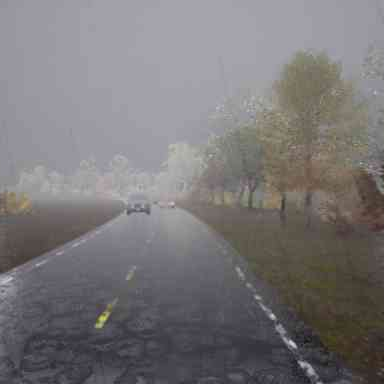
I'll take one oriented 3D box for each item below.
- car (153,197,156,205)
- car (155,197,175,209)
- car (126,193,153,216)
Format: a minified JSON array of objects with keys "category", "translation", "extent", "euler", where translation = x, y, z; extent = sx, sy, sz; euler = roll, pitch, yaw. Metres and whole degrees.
[{"category":"car","translation":[-5.545,1.491,55.584],"extent":[1.895,1.301,4.718],"euler":[0,0,-11]},{"category":"car","translation":[-3.356,1.517,43.236],"extent":[1.895,1.301,4.718],"euler":[0,0,-9]},{"category":"car","translation":[-5.008,1.162,31.638],"extent":[2.150,2.045,5.566],"euler":[0,0,-7]}]
